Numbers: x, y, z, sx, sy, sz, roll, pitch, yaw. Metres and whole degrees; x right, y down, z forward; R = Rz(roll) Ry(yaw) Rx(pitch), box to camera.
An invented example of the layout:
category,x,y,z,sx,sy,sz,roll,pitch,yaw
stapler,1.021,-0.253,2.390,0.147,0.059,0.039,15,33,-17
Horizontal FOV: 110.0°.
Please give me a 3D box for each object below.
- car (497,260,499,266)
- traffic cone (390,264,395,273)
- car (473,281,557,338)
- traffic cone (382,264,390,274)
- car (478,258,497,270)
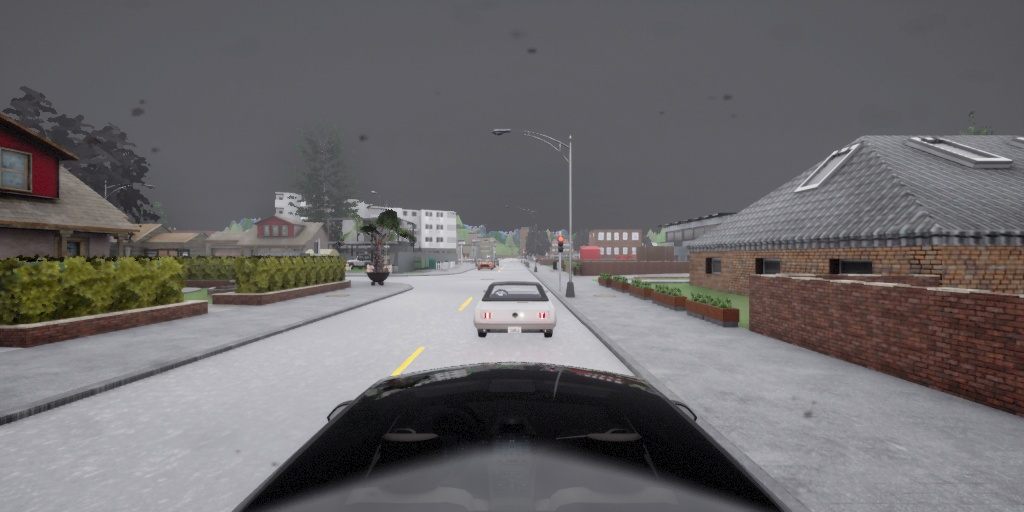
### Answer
category,x,y,z,sx,sy,sz,roll,pitch,yaw
car,-3.715,1.255,61.662,1.837,1.490,4.892,0,0,1
traffic cone,-15.133,1.558,44.700,0.344,0.586,0.344,0,0,0
car,0.102,1.351,10.173,1.895,1.301,4.718,0,0,1
traffic cone,-15.498,1.561,44.133,0.344,0.586,0.344,0,0,0
car,-3.792,1.102,52.281,2.097,1.767,4.553,0,0,0
